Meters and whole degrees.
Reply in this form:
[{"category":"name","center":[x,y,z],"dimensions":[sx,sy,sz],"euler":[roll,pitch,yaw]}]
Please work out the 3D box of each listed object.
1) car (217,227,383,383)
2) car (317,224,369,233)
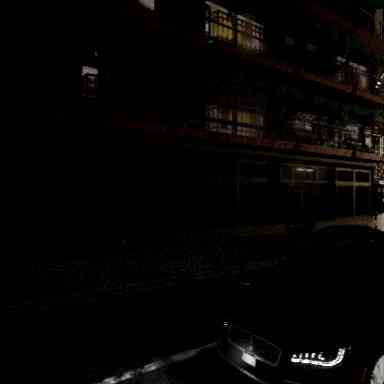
[{"category":"car","center":[2.567,1.502,4.885],"dimensions":[4.892,1.490,1.837],"euler":[0,0,-36]},{"category":"car","center":[4.189,1.575,9.080],"dimensions":[4.206,1.307,1.802],"euler":[0,0,-35]}]
